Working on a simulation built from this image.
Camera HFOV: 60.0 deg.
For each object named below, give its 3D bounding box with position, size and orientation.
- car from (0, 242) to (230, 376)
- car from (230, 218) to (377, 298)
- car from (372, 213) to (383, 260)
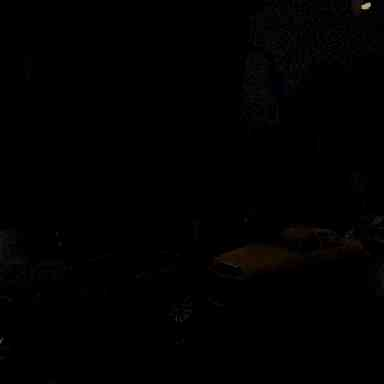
[{"bbox_3d":[-1.693,1.566,5.444,4.313,1.339,1.947,0,0,-36],"label":"car"},{"bbox_3d":[2.589,1.525,8.512,4.829,1.417,1.752,0,0,-36],"label":"car"},{"bbox_3d":[7.148,1.441,11.777,4.097,1.590,1.967,0,0,-36],"label":"car"}]
